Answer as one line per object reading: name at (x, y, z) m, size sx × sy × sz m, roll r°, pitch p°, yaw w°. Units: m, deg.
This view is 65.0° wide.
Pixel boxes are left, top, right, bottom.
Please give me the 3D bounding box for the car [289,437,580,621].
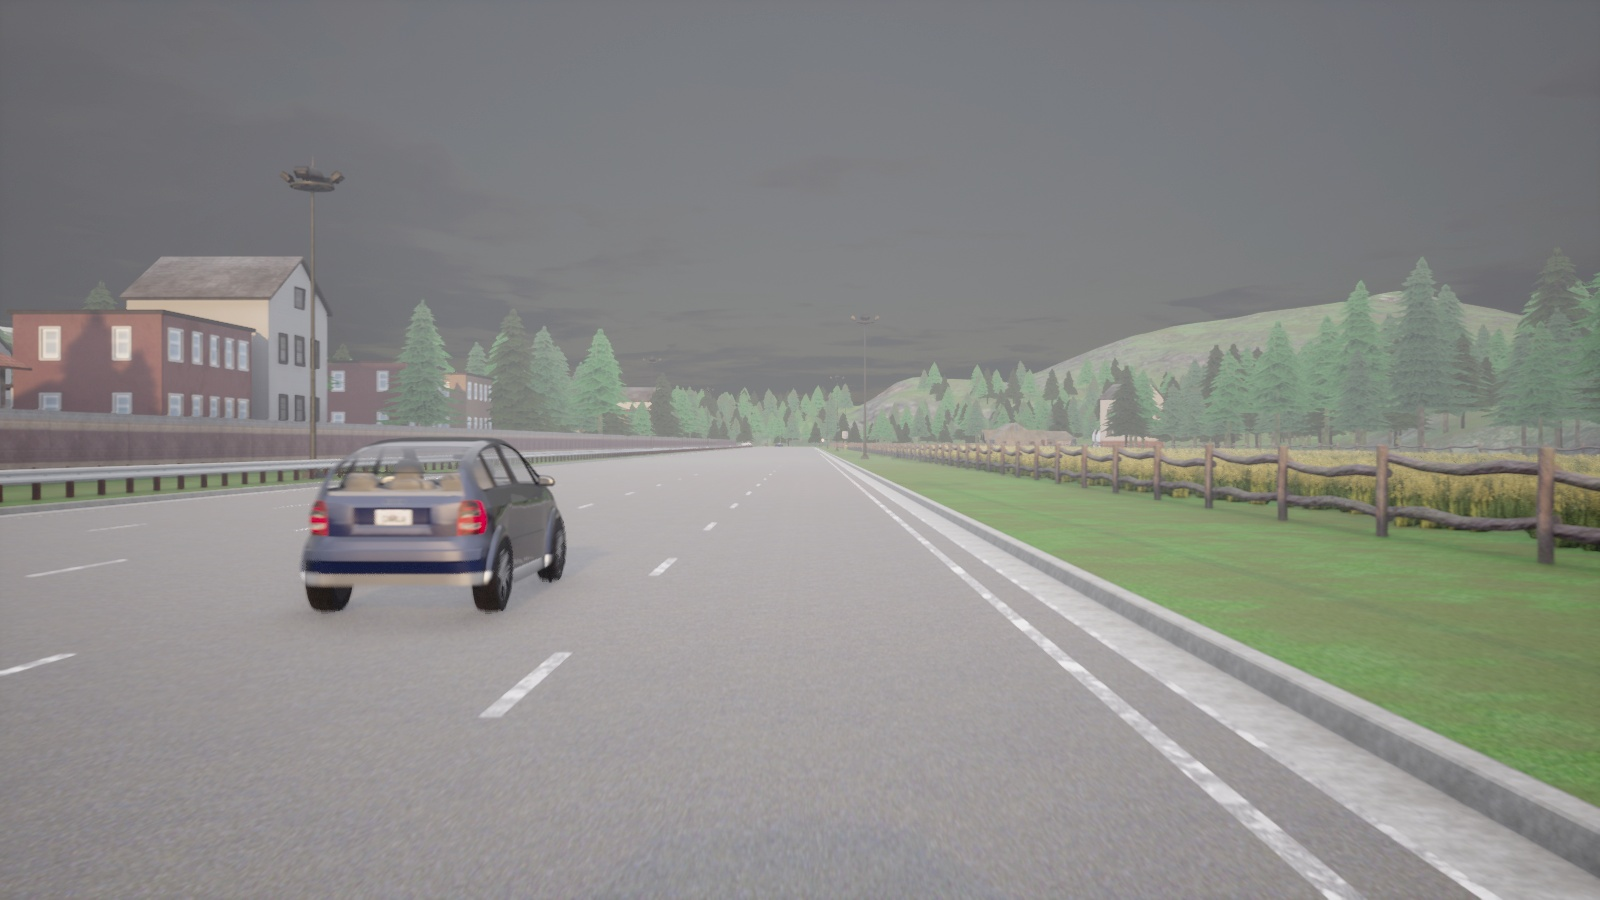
car at (-3.413, 0.652, 12.455) m, size 1.789 × 1.549 × 3.705 m, roll 0°, pitch 0°, yaw 0°
